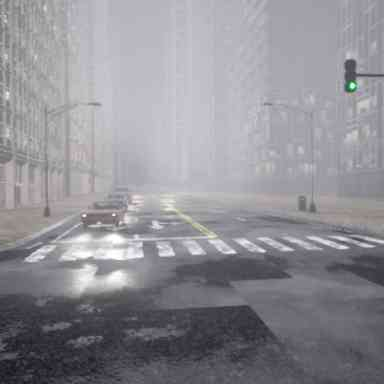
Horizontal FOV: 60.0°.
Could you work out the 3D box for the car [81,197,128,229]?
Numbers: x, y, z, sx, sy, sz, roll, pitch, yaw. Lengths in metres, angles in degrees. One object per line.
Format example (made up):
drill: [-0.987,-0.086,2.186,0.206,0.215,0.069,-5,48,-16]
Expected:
car: [-4.903,1.194,18.810,1.895,1.301,4.718,-1,1,-7]

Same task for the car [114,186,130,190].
car: [-8.323,0.345,39.408,2.150,2.045,5.566,-1,1,-9]

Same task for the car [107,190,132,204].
car: [-6.578,0.855,28.925,2.128,1.511,4.902,-1,1,-9]
